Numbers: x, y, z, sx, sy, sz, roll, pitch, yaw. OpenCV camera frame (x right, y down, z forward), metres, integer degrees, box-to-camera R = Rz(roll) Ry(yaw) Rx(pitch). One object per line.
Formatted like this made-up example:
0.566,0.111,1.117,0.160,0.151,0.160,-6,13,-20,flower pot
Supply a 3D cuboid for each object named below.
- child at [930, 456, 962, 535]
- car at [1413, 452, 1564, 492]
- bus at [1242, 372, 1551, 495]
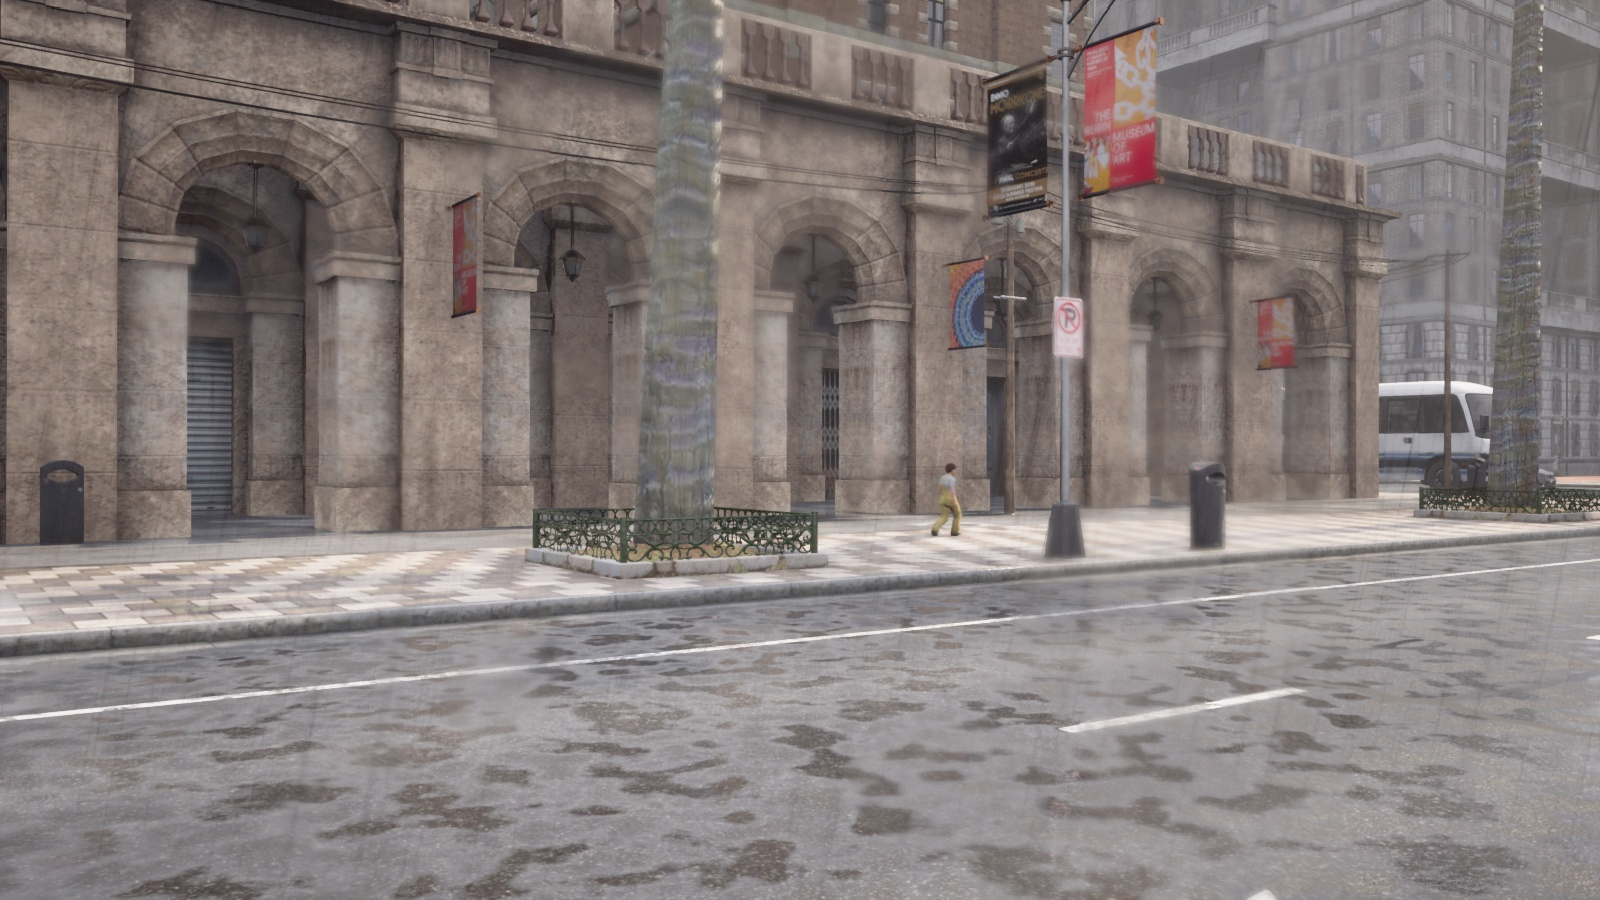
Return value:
2.353,0.726,20.196,0.437,1.263,0.270,0,0,-35,child
26.913,0.813,49.256,1.837,1.490,4.892,0,0,-34,car
22.863,-0.560,48.917,3.944,4.253,10.273,0,0,-35,bus
